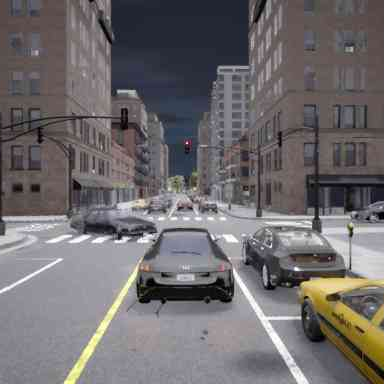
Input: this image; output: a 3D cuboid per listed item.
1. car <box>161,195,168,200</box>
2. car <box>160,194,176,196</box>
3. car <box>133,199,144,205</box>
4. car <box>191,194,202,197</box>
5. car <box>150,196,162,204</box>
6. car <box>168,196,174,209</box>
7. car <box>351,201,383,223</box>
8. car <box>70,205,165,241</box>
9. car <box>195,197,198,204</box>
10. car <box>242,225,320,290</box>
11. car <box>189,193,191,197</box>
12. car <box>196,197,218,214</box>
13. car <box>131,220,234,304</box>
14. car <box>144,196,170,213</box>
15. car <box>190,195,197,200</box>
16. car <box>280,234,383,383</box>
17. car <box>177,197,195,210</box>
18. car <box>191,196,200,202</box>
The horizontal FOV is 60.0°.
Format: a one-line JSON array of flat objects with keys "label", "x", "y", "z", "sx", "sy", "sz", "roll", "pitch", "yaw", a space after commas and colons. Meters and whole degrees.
[{"label": "car", "x": -7.637, "y": 1.567, "z": 92.341, "sx": 1.802, "sy": 1.307, "sz": 4.206, "roll": 0, "pitch": 0, "yaw": -1}, {"label": "car", "x": -4.196, "y": 1.543, "z": 56.266, "sx": 2.033, "sy": 1.411, "sz": 5.357, "roll": 0, "pitch": 0, "yaw": -2}, {"label": "car", "x": -6.372, "y": 1.524, "z": 41.055, "sx": 1.752, "sy": 1.417, "sz": 4.829, "roll": 0, "pitch": 0, "yaw": -1}, {"label": "car", "x": 1.226, "y": 1.435, "z": 58.465, "sx": 1.967, "sy": 1.590, "sz": 4.097, "roll": 0, "pitch": 0, "yaw": -1}, {"label": "car", "x": -6.936, "y": 1.544, "z": 63.944, "sx": 2.008, "sy": 1.369, "sz": 4.403, "roll": 0, "pitch": 0, "yaw": -1}, {"label": "car", "x": -3.942, "y": 1.562, "z": 45.901, "sx": 1.994, "sy": 1.385, "sz": 4.181, "roll": 0, "pitch": 0, "yaw": -2}, {"label": "car", "x": 13.934, "y": 1.402, "z": 23.816, "sx": 4.902, "sy": 1.511, "sz": 2.128, "roll": 0, "pitch": 0, "yaw": -3}, {"label": "car", "x": -4.149, "y": 1.546, "z": 17.067, "sx": 5.357, "sy": 1.411, "sz": 2.033, "roll": 0, "pitch": 0, "yaw": 40}, {"label": "car", "x": 1.647, "y": 1.581, "z": 41.425, "sx": 1.802, "sy": 1.307, "sz": 4.206, "roll": 0, "pitch": 0, "yaw": -1}, {"label": "car", "x": 2.452, "y": 1.551, "z": 8.877, "sx": 2.008, "sy": 1.369, "sz": 4.403, "roll": 0, "pitch": 0, "yaw": -1}, {"label": "car", "x": 0.946, "y": 1.307, "z": 69.825, "sx": 2.192, "sy": 1.841, "sz": 5.009, "roll": 0, "pitch": 0, "yaw": -1}, {"label": "car", "x": 1.787, "y": 1.550, "z": 35.745, "sx": 2.008, "sy": 1.369, "sz": 4.403, "roll": 0, "pitch": 0, "yaw": -1}, {"label": "car", "x": -0.170, "y": 1.564, "z": 8.207, "sx": 1.994, "sy": 1.385, "sz": 4.181, "roll": 0, "pitch": 0, "yaw": -1}, {"label": "car", "x": -3.697, "y": 1.504, "z": 35.998, "sx": 1.837, "sy": 1.490, "sz": 4.892, "roll": 0, "pitch": 0, "yaw": -1}, {"label": "car", "x": 0.382, "y": 1.510, "z": 92.715, "sx": 1.752, "sy": 1.417, "sz": 4.829, "roll": 0, "pitch": 0, "yaw": -1}, {"label": "car", "x": 2.586, "y": 1.525, "z": 3.643, "sx": 1.752, "sy": 1.417, "sz": 4.829, "roll": 0, "pitch": 0, "yaw": -1}, {"label": "car", "x": -0.876, "y": 1.599, "z": 41.974, "sx": 1.895, "sy": 1.301, "sz": 4.718, "roll": 0, "pitch": 0, "yaw": -2}, {"label": "car", "x": 0.806, "y": 1.556, "z": 75.505, "sx": 1.947, "sy": 1.339, "sz": 4.313, "roll": 0, "pitch": 0, "yaw": -1}]
